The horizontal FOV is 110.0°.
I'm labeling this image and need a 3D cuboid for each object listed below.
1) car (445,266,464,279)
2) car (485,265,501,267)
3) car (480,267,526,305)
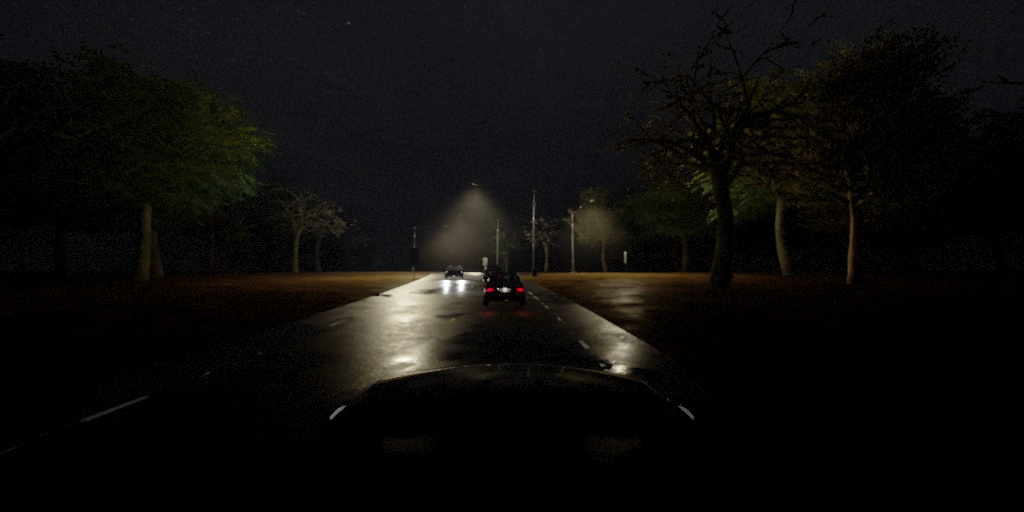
[{"bbox_3d":[-5.911,1.656,36.943,1.895,1.301,4.718,1,-1,-8],"label":"car"},{"bbox_3d":[-1.753,1.516,32.099,1.837,1.490,4.892,0,0,-7],"label":"car"},{"bbox_3d":[-0.410,1.422,16.739,2.033,1.411,5.357,0,0,-3],"label":"car"}]
